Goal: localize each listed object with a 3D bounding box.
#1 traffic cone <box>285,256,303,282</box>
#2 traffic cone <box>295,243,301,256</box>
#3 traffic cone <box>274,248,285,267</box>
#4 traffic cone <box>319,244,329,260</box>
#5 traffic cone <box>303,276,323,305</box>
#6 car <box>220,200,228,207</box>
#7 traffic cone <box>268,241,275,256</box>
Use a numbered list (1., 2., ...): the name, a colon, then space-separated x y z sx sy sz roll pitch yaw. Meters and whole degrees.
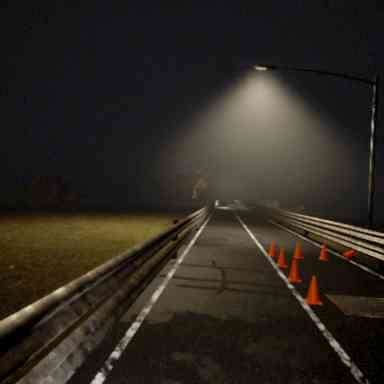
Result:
1. traffic cone: 2.924 2.221 9.499 0.340 0.580 0.340 3 -1 5
2. traffic cone: 4.286 2.338 13.389 0.340 0.580 0.340 3 -1 5
3. traffic cone: 3.108 2.253 11.490 0.340 0.580 0.340 3 -1 5
4. traffic cone: 5.280 2.391 13.296 0.340 0.580 0.340 3 -1 5
5. traffic cone: 2.740 2.188 7.507 0.340 0.580 0.340 3 -1 5
6. car: 7.631 2.804 80.383 2.128 1.511 4.902 3 -1 5
7. traffic cone: 3.292 2.285 13.481 0.340 0.580 0.340 3 -1 5
